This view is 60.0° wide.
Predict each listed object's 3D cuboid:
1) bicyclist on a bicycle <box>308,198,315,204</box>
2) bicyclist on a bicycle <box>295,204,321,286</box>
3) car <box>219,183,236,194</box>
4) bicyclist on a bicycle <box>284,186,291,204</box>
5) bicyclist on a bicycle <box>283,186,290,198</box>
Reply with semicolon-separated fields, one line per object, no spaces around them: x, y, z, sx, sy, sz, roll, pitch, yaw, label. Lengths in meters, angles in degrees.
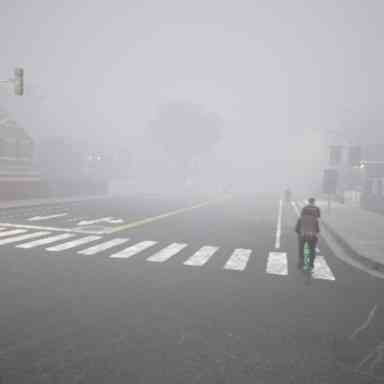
3.739;1.050;10.548;0.659;1.776;1.843;3;3;15;bicyclist on a bicycle
2.652;1.214;7.656;0.582;1.620;1.656;3;2;15;bicyclist on a bicycle
5.665;-0.616;51.990;2.097;1.767;4.553;3;2;15;car
9.022;0.466;31.139;0.582;1.620;1.656;3;2;15;bicyclist on a bicycle
13.481;-0.069;47.379;0.866;1.612;1.509;3;2;15;bicyclist on a bicycle
